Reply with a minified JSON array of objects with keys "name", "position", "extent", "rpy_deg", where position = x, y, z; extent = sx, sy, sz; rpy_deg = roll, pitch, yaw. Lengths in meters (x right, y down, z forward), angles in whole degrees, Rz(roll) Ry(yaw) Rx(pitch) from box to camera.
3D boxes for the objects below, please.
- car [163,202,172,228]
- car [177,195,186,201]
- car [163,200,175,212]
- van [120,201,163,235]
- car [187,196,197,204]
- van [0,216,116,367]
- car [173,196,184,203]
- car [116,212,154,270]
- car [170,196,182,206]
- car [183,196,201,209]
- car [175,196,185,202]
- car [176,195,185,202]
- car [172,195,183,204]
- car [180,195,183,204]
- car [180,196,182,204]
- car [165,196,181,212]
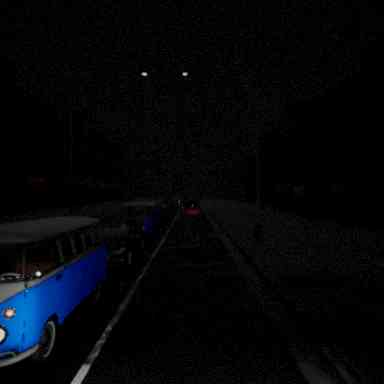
[{"name":"car","position":[-2.631,1.587,22.201],"extent":[1.947,1.339,4.313],"rpy_deg":[1,0,0]},{"name":"car","position":[-2.646,1.527,83.138],"extent":[2.008,1.369,4.403],"rpy_deg":[1,0,0]},{"name":"car","position":[-2.630,1.578,27.741],"extent":[1.802,1.307,4.206],"rpy_deg":[1,0,0]},{"name":"van","position":[-2.629,1.376,16.655],"extent":[1.690,1.788,3.998],"rpy_deg":[1,0,0]},{"name":"car","position":[0.083,1.432,61.558],"extent":[1.837,1.490,4.892],"rpy_deg":[0,-1,1]},{"name":"van","position":[-2.632,1.367,5.565],"extent":[1.690,1.788,3.998],"rpy_deg":[0,0,0]},{"name":"car","position":[-2.642,1.490,66.515],"extent":[2.008,1.369,4.403],"rpy_deg":[1,0,0]},{"name":"car","position":[-2.632,1.588,11.110],"extent":[2.008,1.369,4.403],"rpy_deg":[1,0,0]},{"name":"car","position":[-2.638,1.453,55.266],"extent":[1.752,1.417,4.829],"rpy_deg":[1,0,0]},{"name":"car","position":[0.089,1.442,44.267],"extent":[1.837,1.490,4.892],"rpy_deg":[0,0,0]},{"name":"car","position":[-2.644,1.517,72.056],"extent":[1.947,1.339,4.313],"rpy_deg":[1,0,0]},{"name":"car","position":[-2.644,1.509,77.597],"extent":[1.887,1.381,4.507],"rpy_deg":[1,0,0]},{"name":"car","position":[-2.639,1.371,60.976],"extent":[1.967,1.590,4.097],"rpy_deg":[1,0,0]},{"name":"car","position":[-2.635,1.370,49.897],"extent":[1.967,1.590,4.097],"rpy_deg":[1,0,0]},{"name":"car","position":[-2.636,1.520,44.358],"extent":[1.802,1.307,4.206],"rpy_deg":[1,0,0]},{"name":"car","position":[-2.633,1.518,38.818],"extent":[1.947,1.339,4.313],"rpy_deg":[1,0,0]}]
